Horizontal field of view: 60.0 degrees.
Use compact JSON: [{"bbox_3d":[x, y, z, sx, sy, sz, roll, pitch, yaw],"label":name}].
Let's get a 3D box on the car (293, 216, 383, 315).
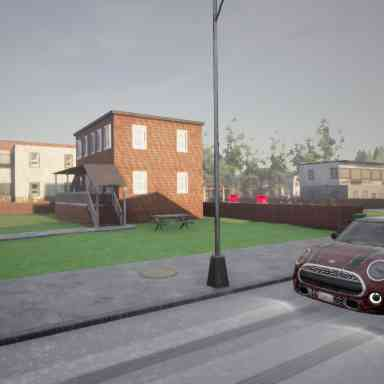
[{"bbox_3d":[4.362,1.350,7.437,4.553,1.767,2.097,-1,0,-33],"label":"car"}]
